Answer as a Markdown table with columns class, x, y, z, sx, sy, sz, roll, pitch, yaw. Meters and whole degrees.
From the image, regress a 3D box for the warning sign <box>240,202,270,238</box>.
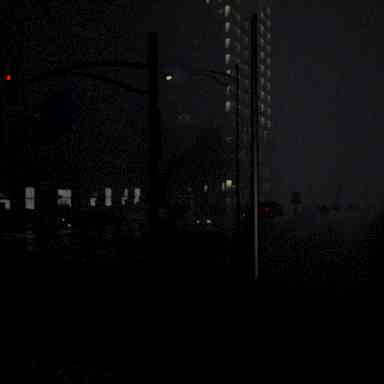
| class | x | y | z | sx | sy | sz | roll | pitch | yaw |
| --- | --- | --- | --- | --- | --- | --- | --- | --- | --- |
| warning sign | 3.485 | 1.506 | 18.282 | 1.300 | 1.860 | 1.060 | 1 | 0 | 33 |

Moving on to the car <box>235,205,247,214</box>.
| class | x | y | z | sx | sy | sz | roll | pitch | yaw |
| --- | --- | --- | --- | --- | --- | --- | --- | --- | --- |
| car | 7.863 | 2.533 | 48.538 | 1.994 | 1.385 | 4.181 | 0 | -1 | 34 |

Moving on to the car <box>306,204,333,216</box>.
| class | x | y | z | sx | sy | sz | roll | pitch | yaw |
| --- | --- | --- | --- | --- | --- | --- | --- | --- | --- |
| car | 17.343 | 2.456 | 44.967 | 1.837 | 1.490 | 4.892 | 0 | -1 | 33 |

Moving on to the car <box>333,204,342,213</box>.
| class | x | y | z | sx | sy | sz | roll | pitch | yaw |
| --- | --- | --- | --- | --- | --- | --- | --- | --- | --- |
| car | 22.869 | 2.613 | 53.584 | 1.882 | 1.535 | 5.008 | 0 | -1 | 33 |

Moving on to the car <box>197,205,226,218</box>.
| class | x | y | z | sx | sy | sz | roll | pitch | yaw |
| --- | --- | --- | --- | --- | --- | --- | --- | --- | --- |
| car | 2.436 | 2.313 | 40.160 | 1.812 | 1.442 | 4.674 | 0 | -1 | 33 |

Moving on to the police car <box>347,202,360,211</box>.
| class | x | y | z | sx | sy | sz | roll | pitch | yaw |
| --- | --- | --- | --- | --- | --- | --- | --- | --- | --- |
| police car | 31.826 | 2.821 | 65.593 | 1.930 | 1.638 | 5.238 | 0 | -1 | 33 |

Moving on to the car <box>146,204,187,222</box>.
| class | x | y | z | sx | sy | sz | roll | pitch | yaw |
| --- | --- | --- | --- | --- | --- | --- | --- | --- | --- |
| car | -2.421 | 1.976 | 32.611 | 2.097 | 1.767 | 4.553 | 0 | -1 | 33 |

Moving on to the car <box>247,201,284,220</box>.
| class | x | y | z | sx | sy | sz | roll | pitch | yaw |
| --- | --- | --- | --- | --- | --- | --- | --- | --- | --- |
| car | 8.530 | 1.985 | 37.267 | 2.150 | 2.045 | 5.566 | 0 | -1 | 33 |

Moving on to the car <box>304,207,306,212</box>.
| class | x | y | z | sx | sy | sz | roll | pitch | yaw |
| --- | --- | --- | --- | --- | --- | --- | --- | --- | --- |
| car | 20.010 | 2.751 | 55.134 | 1.895 | 1.301 | 4.718 | 0 | -1 | 33 |

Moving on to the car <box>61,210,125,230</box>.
| class | x | y | z | sx | sy | sz | roll | pitch | yaw |
| --- | --- | --- | --- | --- | --- | --- | --- | --- | --- |
| car | -7.332 | 2.059 | 24.966 | 1.895 | 1.301 | 4.718 | 0 | -1 | 33 |
